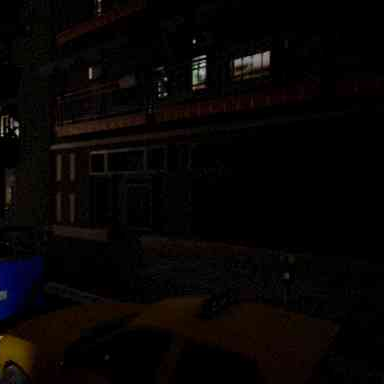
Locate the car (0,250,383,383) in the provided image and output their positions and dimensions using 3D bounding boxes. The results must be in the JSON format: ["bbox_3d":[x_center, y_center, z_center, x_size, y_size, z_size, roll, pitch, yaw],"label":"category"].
[{"bbox_3d":[0.006,1.514,2.866,4.829,1.417,1.752,1,0,35],"label":"car"}]

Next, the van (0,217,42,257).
[{"bbox_3d":[-4.354,1.291,5.970,3.998,1.788,1.690,0,0,35],"label":"van"}]
